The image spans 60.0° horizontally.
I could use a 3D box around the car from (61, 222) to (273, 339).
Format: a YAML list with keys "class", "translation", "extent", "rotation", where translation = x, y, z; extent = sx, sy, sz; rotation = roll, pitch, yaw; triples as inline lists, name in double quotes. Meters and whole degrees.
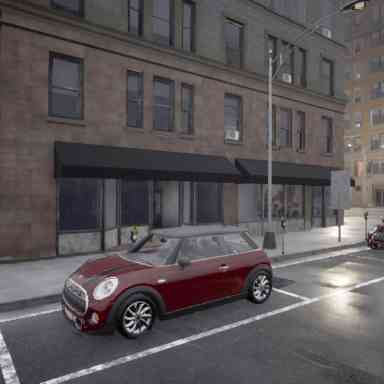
- class: "car"
  translation: [-0.351, 1.441, 6.513]
  extent: [4.097, 1.590, 1.967]
  rotation: [0, 0, -36]

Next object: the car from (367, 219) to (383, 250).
- class: "car"
  translation: [8.581, 1.445, 12.910]
  extent: [4.097, 1.590, 1.967]
  rotation: [0, 0, -36]
